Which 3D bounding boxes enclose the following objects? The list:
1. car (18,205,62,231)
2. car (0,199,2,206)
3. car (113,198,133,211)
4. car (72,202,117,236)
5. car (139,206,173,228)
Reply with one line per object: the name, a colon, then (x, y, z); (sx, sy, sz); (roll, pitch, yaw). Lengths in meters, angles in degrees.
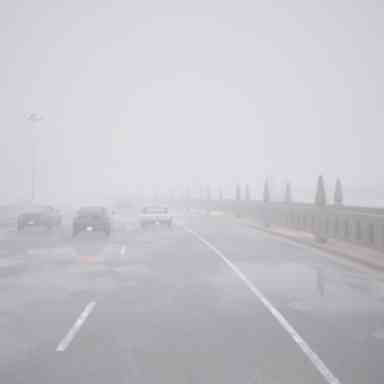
car: (-9.427, 1.535, 20.797); (1.812, 1.442, 4.674); (0, 0, -12)
car: (-33.449, 1.613, 56.337); (1.994, 1.385, 4.181); (0, 0, -34)
car: (-8.464, 1.486, 40.647); (1.837, 1.490, 4.892); (0, 0, -23)
car: (-5.366, 1.502, 18.361); (1.837, 1.490, 4.892); (0, 0, -10)
car: (-2.540, 1.583, 22.152); (1.895, 1.301, 4.718); (0, 0, -12)
